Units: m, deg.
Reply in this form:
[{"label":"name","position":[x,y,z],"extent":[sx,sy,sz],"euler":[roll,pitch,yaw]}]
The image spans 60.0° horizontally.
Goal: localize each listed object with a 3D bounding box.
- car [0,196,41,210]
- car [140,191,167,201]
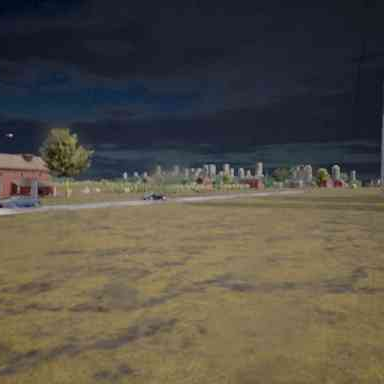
[{"label":"car","position":[-18.020,1.093,34.754],"extent":[1.994,1.385,4.181],"euler":[1,2,36]},{"label":"car","position":[-5.874,0.611,51.539],"extent":[1.837,1.490,4.892],"euler":[1,2,36]}]
